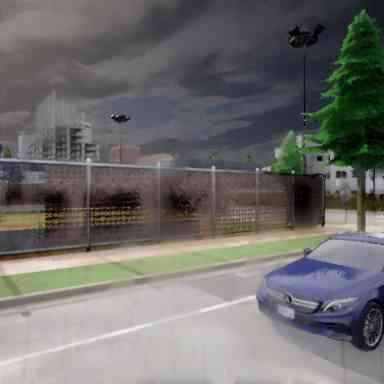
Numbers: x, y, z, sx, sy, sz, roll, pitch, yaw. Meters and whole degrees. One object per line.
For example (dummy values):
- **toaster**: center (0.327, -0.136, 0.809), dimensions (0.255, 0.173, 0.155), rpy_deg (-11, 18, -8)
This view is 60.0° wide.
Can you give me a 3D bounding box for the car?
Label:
- **car**: center (3.300, 1.529, 6.317), dimensions (4.674, 1.442, 1.812), rpy_deg (0, 0, -35)
